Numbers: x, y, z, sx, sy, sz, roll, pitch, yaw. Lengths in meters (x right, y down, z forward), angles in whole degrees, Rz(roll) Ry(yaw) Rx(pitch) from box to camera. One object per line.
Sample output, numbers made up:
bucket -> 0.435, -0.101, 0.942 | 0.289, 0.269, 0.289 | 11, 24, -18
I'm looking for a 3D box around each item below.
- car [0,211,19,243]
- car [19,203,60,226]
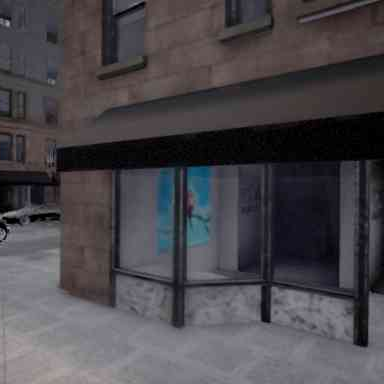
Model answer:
car -> -9.235, 1.368, 12.580 | 1.882, 1.535, 5.008 | -1, 0, 10
car -> -9.959, 1.393, 21.813 | 1.947, 1.339, 4.313 | 1, 0, 35
